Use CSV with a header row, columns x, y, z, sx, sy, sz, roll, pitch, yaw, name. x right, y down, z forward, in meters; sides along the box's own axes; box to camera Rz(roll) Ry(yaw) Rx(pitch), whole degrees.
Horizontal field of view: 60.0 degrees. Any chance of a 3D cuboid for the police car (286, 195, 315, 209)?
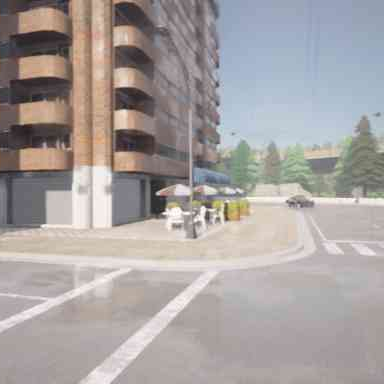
x,y,z,sx,sy,sz,roll,pitch,yaw,name
13.380,1.206,41.165,1.930,1.638,5.238,0,0,-8,police car
